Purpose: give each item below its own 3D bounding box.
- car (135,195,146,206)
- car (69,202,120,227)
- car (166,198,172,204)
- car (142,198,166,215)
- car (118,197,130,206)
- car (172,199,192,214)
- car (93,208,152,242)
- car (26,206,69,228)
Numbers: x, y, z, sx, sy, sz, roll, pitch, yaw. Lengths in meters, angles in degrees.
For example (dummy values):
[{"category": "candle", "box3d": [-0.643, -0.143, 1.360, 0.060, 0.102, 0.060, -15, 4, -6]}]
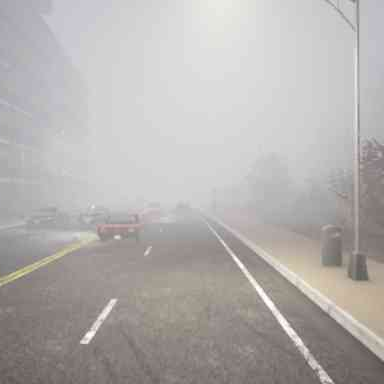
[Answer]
[{"category": "car", "box3d": [-9.971, 1.679, 65.108, 2.150, 2.045, 5.566, 0, 0, -6]}, {"category": "car", "box3d": [-7.069, 1.695, 24.612, 2.128, 1.511, 4.902, 0, 0, -2]}, {"category": "car", "box3d": [-5.532, 2.106, 81.238, 1.812, 1.442, 4.674, 0, 0, -9]}, {"category": "car", "box3d": [-4.222, 1.767, 37.564, 1.882, 1.535, 5.008, 0, 0, -3]}, {"category": "car", "box3d": [-13.197, 1.854, 64.727, 2.097, 1.767, 4.553, 0, -1, -6]}, {"category": "car", "box3d": [-1.087, 1.859, 39.435, 1.994, 1.385, 4.181, 0, 0, -4]}, {"category": "car", "box3d": [-3.378, 1.740, 17.090, 1.895, 1.301, 4.718, 0, 0, -1]}, {"category": "car", "box3d": [-10.309, 1.735, 24.273, 1.812, 1.442, 4.674, 0, 0, -2]}]
